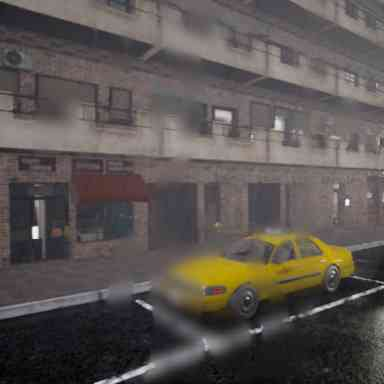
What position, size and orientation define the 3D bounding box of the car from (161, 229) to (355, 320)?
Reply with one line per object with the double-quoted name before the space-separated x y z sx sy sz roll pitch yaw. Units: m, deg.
"car" 1.661 1.525 7.292 4.829 1.417 1.752 0 -1 -35
